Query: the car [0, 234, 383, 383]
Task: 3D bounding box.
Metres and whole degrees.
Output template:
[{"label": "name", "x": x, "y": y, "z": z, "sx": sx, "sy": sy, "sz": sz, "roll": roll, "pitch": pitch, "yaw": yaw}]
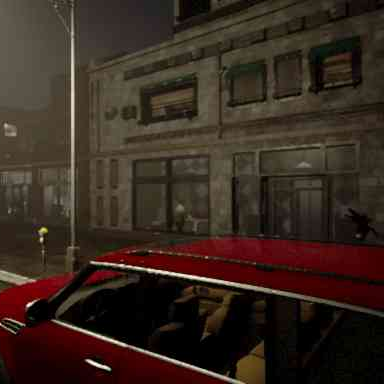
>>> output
[{"label": "car", "x": 0.031, "y": 1.315, "z": 2.857, "sx": 5.009, "sy": 1.841, "sz": 2.192, "roll": 0, "pitch": 0, "yaw": 35}]
